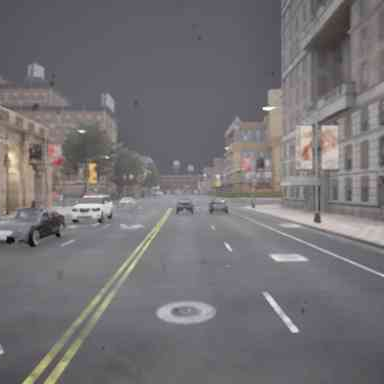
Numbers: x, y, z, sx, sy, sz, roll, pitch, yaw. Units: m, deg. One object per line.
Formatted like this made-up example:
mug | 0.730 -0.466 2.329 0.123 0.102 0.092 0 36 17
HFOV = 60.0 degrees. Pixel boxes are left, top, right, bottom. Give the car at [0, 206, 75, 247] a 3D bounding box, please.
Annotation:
car | -7.411 1.525 15.355 2.128 1.511 4.902 0 0 -1

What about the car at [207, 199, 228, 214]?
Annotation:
car | 2.727 1.475 35.463 2.128 1.511 4.902 0 0 -1

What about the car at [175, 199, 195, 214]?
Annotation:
car | -0.775 1.505 35.511 1.837 1.490 4.892 0 0 -1

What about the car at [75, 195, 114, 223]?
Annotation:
car | -7.657 1.252 26.105 2.150 2.045 5.566 0 0 -2

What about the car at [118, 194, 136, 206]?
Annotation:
car | -8.014 1.275 41.258 1.812 1.442 4.674 0 0 -2
